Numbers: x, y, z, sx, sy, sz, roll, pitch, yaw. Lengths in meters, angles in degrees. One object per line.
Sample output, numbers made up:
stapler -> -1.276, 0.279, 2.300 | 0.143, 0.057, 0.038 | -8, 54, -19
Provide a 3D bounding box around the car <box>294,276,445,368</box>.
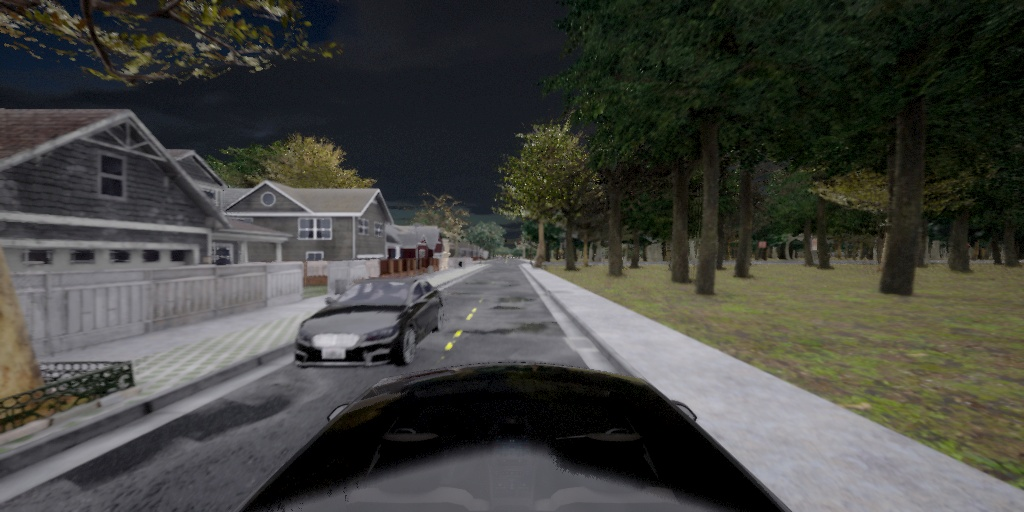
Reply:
car -> -2.756, 1.237, 7.991 | 2.128, 1.511, 4.902 | 0, 0, 0
